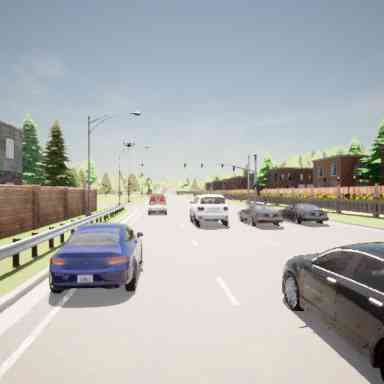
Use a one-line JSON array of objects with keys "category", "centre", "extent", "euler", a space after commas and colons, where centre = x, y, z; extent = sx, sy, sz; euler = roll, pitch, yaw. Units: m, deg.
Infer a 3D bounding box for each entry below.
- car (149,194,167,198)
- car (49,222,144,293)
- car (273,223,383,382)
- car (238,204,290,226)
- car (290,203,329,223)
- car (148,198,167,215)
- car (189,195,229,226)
[{"category": "car", "centre": [-4.494, 1.221, 43.746], "extent": [2.150, 2.045, 5.566], "euler": [0, 0, -5]}, {"category": "car", "centre": [-2.307, 1.526, 8.773], "extent": [1.812, 1.442, 4.674], "euler": [0, 0, -6]}, {"category": "car", "centre": [2.921, 1.506, 4.917], "extent": [1.837, 1.490, 4.892], "euler": [0, 0, -6]}, {"category": "car", "centre": [4.642, 1.547, 23.152], "extent": [2.033, 1.411, 5.357], "euler": [0, 0, -6]}, {"category": "car", "centre": [8.023, 1.547, 24.497], "extent": [2.033, 1.411, 5.357], "euler": [0, 0, -6]}, {"category": "car", "centre": [-3.483, 1.601, 33.824], "extent": [1.895, 1.301, 4.718], "euler": [0, 0, -5]}, {"category": "car", "centre": [1.103, 1.220, 23.360], "extent": [2.150, 2.045, 5.566], "euler": [0, 0, -6]}]
